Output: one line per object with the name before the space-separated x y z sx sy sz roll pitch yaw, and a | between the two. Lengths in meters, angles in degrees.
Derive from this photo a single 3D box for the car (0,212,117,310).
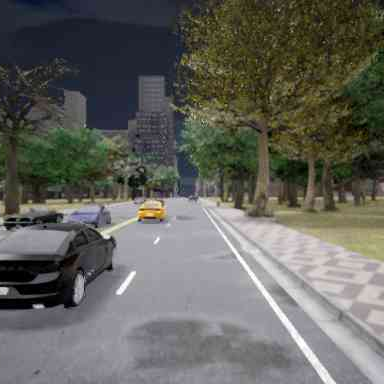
car | -3.148 1.479 7.943 1.882 1.535 5.008 0 0 0

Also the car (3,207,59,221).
car | -9.843 1.622 21.048 1.895 1.301 4.718 0 0 0

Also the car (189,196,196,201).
car | 0.025 1.706 89.777 1.882 1.535 5.008 0 0 0

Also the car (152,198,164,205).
car | -6.492 1.795 63.944 1.895 1.301 4.718 0 0 0

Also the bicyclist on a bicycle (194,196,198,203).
bicyclist on a bicycle | 0.911 1.701 75.181 0.866 1.612 1.509 0 0 0

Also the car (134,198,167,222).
car | -3.141 1.513 27.081 1.882 1.535 5.008 0 0 0

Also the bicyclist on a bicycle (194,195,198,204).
bicyclist on a bicycle | 0.913 1.568 65.497 0.659 1.776 1.843 0 0 0

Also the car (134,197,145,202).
car | -9.751 1.675 62.881 2.128 1.511 4.902 0 0 1

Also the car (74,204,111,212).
car | -6.592 1.549 21.926 1.812 1.442 4.674 0 0 0
